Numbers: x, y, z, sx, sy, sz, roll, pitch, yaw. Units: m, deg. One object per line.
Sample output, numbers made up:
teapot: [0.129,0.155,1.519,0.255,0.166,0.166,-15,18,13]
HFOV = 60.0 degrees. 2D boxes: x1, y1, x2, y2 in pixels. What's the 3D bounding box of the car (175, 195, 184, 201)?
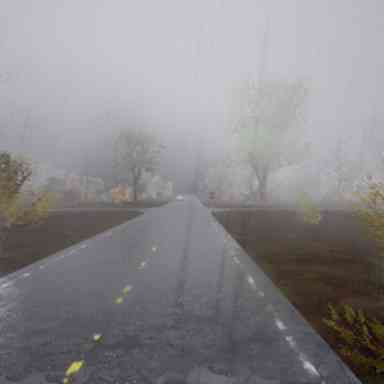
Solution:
car: [-3.001,1.514,80.667,1.812,1.442,4.674,0,0,0]
